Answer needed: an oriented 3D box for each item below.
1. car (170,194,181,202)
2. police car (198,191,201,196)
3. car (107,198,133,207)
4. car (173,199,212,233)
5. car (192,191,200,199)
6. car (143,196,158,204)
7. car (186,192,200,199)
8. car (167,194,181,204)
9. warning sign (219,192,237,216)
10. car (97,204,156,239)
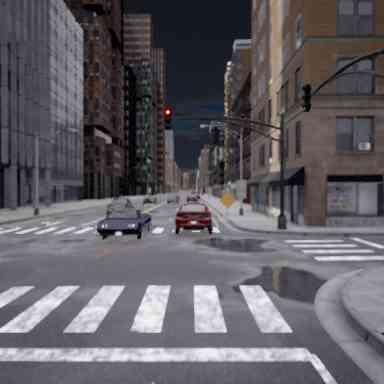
[{"bbox_3d":[-3.262,1.203,66.985,2.033,1.411,5.357,0,0,0],"label":"car"},{"bbox_3d":[0.960,1.037,76.698,1.930,1.638,5.238,0,0,0],"label":"police car"},{"bbox_3d":[-6.604,1.339,30.790,1.837,1.490,4.892,0,0,0],"label":"car"},{"bbox_3d":[0.090,1.359,18.607,1.882,1.535,5.008,0,0,0],"label":"car"},{"bbox_3d":[0.959,0.793,86.616,2.150,2.045,5.566,0,0,0],"label":"car"},{"bbox_3d":[-6.574,1.289,52.587,1.994,1.385,4.181,0,0,0],"label":"car"},{"bbox_3d":[0.037,1.214,55.745,1.837,1.490,4.892,0,0,0],"label":"car"},{"bbox_3d":[-3.210,1.252,56.692,2.033,1.411,5.357,0,0,1],"label":"car"},{"bbox_3d":[2.849,0.972,26.582,1.300,1.860,1.060,0,1,0],"label":"warning sign"},{"bbox_3d":[-3.173,1.492,16.610,1.895,1.301,4.718,0,0,0],"label":"car"}]
